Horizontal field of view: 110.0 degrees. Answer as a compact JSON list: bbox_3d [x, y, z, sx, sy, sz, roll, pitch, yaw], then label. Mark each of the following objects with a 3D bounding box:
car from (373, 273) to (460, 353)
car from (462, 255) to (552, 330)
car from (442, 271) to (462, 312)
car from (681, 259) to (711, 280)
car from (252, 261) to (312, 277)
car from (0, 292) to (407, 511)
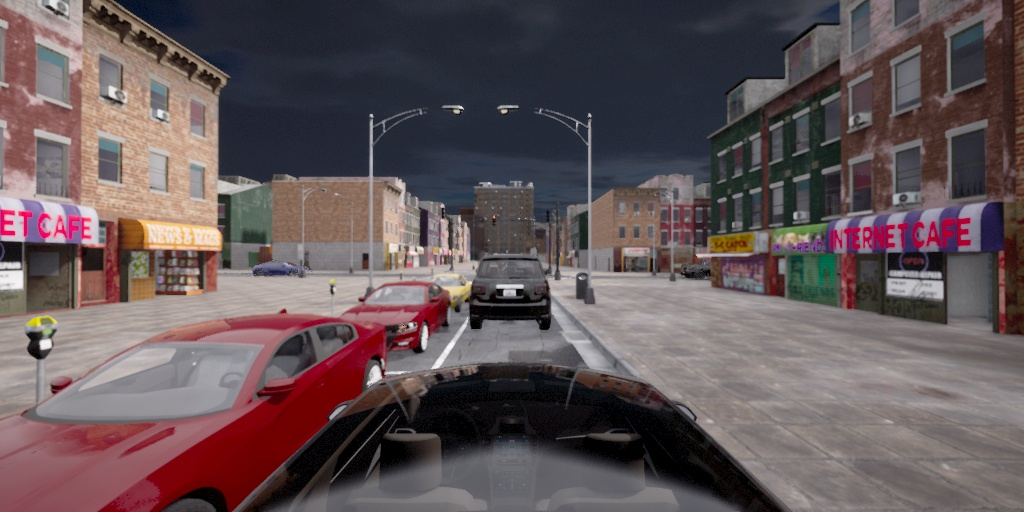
[{"bbox_3d":[-2.629,1.301,8.861,1.888,1.381,4.507,0,0,0],"label":"car"},{"bbox_3d":[-0.020,0.980,11.239,2.150,2.045,5.566,0,0,1],"label":"car"},{"bbox_3d":[-2.623,1.288,14.185,1.751,1.417,4.829,0,0,0],"label":"car"},{"bbox_3d":[19.320,1.277,34.547,5.566,2.045,2.150,1,0,0],"label":"car"},{"bbox_3d":[-20.112,1.175,31.437,4.674,1.442,1.812,0,0,0],"label":"car"},{"bbox_3d":[-2.636,1.296,3.367,1.888,1.381,4.507,0,0,0],"label":"car"}]
